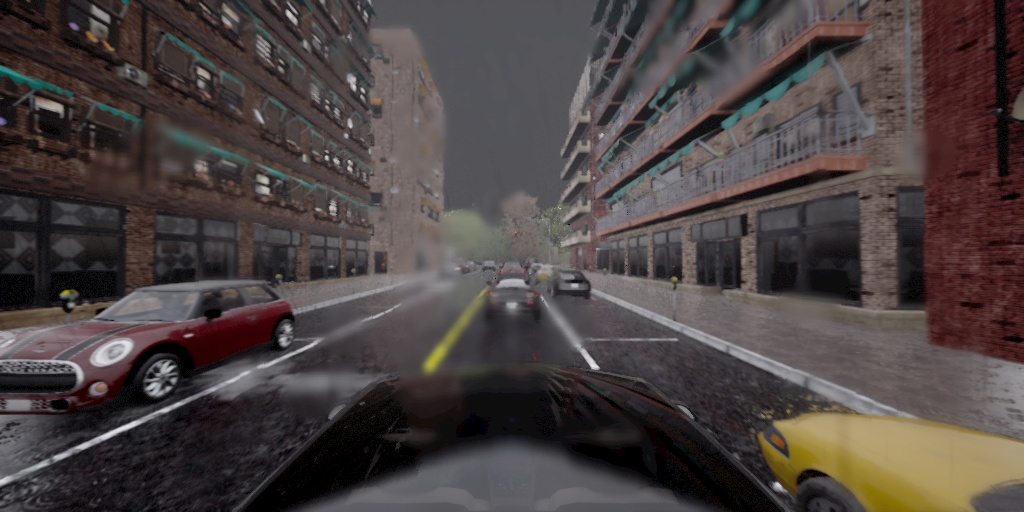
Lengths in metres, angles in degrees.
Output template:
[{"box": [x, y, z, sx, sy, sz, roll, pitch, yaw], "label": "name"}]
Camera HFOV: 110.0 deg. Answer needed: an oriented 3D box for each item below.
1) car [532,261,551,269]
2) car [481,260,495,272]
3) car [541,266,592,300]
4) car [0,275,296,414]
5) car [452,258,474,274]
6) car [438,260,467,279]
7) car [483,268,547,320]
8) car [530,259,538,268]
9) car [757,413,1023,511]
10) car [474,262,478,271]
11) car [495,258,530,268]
[{"box": [2.823, 1.332, 28.551, 1.751, 1.417, 4.829, 0, 0, 0], "label": "car"}, {"box": [-3.080, 1.360, 49.115, 1.837, 1.490, 4.892, 0, -1, 0], "label": "car"}, {"box": [2.760, 1.350, 17.887, 1.948, 1.339, 4.313, 0, 0, 0], "label": "car"}, {"box": [-5.709, 1.199, 6.140, 1.967, 1.591, 4.097, 0, 0, 0], "label": "car"}, {"box": [-5.827, 1.147, 39.548, 2.192, 1.841, 5.009, 0, 0, 0], "label": "car"}, {"box": [-5.826, 1.370, 33.981, 2.007, 1.370, 4.403, 0, 0, 0], "label": "car"}, {"box": [0.066, 1.299, 12.584, 1.812, 1.442, 4.674, 0, -1, 1], "label": "car"}, {"box": [2.821, 1.382, 39.518, 2.007, 1.370, 4.403, 0, 0, 0], "label": "car"}, {"box": [2.700, 1.273, 0.711, 1.751, 1.417, 4.829, 0, 0, 0], "label": "car"}, {"box": [-5.828, 1.410, 45.117, 1.948, 1.339, 4.313, 0, 0, 0], "label": "car"}, {"box": [0.062, 1.156, 27.559, 2.097, 1.767, 4.553, 0, 0, 0], "label": "car"}]
